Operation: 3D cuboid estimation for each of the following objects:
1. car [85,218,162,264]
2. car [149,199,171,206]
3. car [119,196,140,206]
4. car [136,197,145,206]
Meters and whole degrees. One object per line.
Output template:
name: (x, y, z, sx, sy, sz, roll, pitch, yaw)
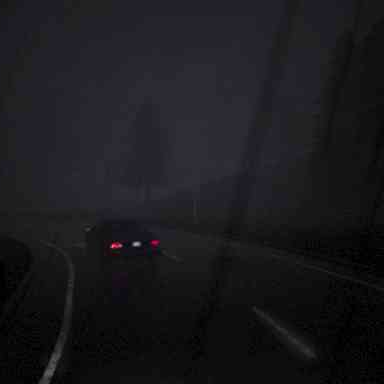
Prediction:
car: (-2.768, 1.680, 12.484, 2.033, 1.411, 5.357, 0, -1, -25)
car: (-6.769, 2.229, 70.837, 2.033, 1.411, 5.357, -1, -1, 36)
car: (-13.562, 1.982, 73.407, 2.150, 2.045, 5.566, -1, -1, 36)
car: (-9.596, 2.277, 72.899, 1.994, 1.385, 4.181, -1, -1, 36)
